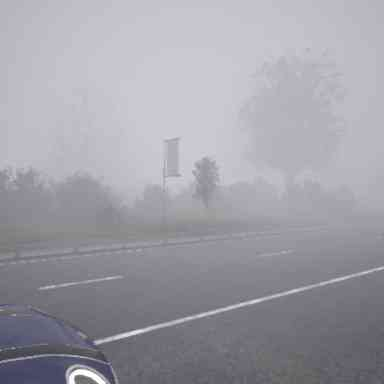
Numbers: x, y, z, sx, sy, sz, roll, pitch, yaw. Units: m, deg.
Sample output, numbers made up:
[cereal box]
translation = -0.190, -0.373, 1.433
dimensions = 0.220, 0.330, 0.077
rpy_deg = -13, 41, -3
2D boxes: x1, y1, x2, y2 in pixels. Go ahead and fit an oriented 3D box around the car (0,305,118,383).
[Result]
[car]
translation = -2.673, 1.341, 1.858
dimensions = 4.553, 1.767, 2.097
rpy_deg = 1, 0, -35
